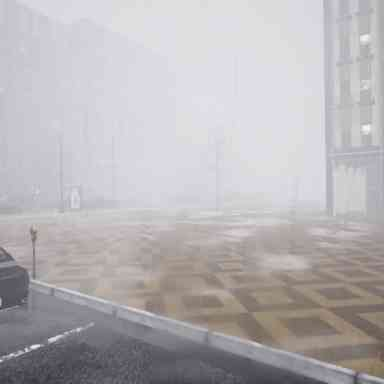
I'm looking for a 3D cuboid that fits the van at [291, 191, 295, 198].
[{"bbox_3d":[25.430,0.655,86.511,1.690,1.788,3.998,-1,0,36],"label":"van"}]

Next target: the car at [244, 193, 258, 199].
[{"bbox_3d":[15.405,1.041,86.947,1.947,1.339,4.313,-1,0,36],"label":"car"}]

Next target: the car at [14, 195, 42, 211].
[{"bbox_3d":[-20.244,1.228,37.690,2.192,1.841,5.009,-1,0,36],"label":"car"}]

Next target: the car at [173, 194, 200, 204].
[{"bbox_3d":[-0.493,1.062,50.688,1.967,1.590,4.097,-1,0,36],"label":"car"}]

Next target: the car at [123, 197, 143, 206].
[{"bbox_3d":[-9.384,1.362,48.278,1.895,1.301,4.718,-1,0,36],"label":"car"}]

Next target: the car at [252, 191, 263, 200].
[{"bbox_3d":[12.470,1.047,68.599,1.802,1.307,4.206,-1,0,36],"label":"car"}]

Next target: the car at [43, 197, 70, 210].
[{"bbox_3d":[-15.091,1.360,40.395,1.812,1.442,4.674,-1,0,36],"label":"car"}]

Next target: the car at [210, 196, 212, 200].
[{"bbox_3d":[5.681,1.029,73.513,1.967,1.590,4.097,-1,0,36],"label":"car"}]

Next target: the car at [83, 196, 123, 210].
[{"bbox_3d":[-10.214,1.186,37.254,1.967,1.590,4.097,-1,0,36],"label":"car"}]

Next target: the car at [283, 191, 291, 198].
[{"bbox_3d":[22.192,0.932,82.034,1.802,1.307,4.206,-1,0,36],"label":"car"}]

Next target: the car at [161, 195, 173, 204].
[{"bbox_3d":[-3.214,1.175,56.718,2.128,1.511,4.902,-1,0,37],"label":"car"}]

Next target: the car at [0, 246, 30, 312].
[{"bbox_3d":[-4.926,1.553,6.558,4.403,1.369,2.008,0,-1,35],"label":"car"}]

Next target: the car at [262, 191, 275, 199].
[{"bbox_3d":[15.708,0.741,73.077,2.192,1.841,5.009,-1,0,36],"label":"car"}]

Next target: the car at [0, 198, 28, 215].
[{"bbox_3d":[-16.694,1.413,28.298,1.802,1.307,4.206,-1,0,36],"label":"car"}]

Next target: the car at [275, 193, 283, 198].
[{"bbox_3d":[18.951,0.939,77.555,2.008,1.369,4.403,-1,0,36],"label":"car"}]

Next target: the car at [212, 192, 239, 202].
[{"bbox_3d":[5.989,1.094,59.644,2.008,1.369,4.403,-1,0,36],"label":"car"}]

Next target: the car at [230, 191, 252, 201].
[{"bbox_3d":[9.230,1.048,64.122,1.887,1.381,4.507,-1,0,36],"label":"car"}]

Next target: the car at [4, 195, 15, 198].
[{"bbox_3d":[-20.655,1.385,32.699,1.882,1.535,5.008,-1,0,37],"label":"car"}]
